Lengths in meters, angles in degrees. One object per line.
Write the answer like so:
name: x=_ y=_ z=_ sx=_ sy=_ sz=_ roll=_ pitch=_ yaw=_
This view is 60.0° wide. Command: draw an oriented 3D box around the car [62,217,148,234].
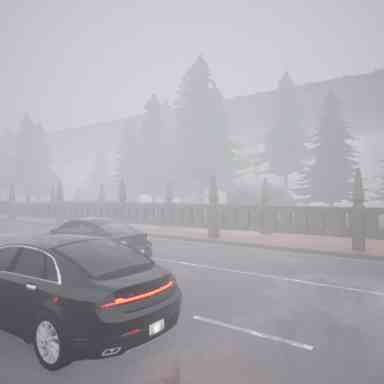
car: x=-3.320 y=1.526 z=10.651 sx=4.674 sy=1.442 sz=1.812 roll=0 pitch=0 yaw=35

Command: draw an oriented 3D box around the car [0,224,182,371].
car: x=-2.428 y=1.505 z=5.721 sx=4.892 sy=1.490 sz=1.837 roll=0 pitch=0 yaw=35
